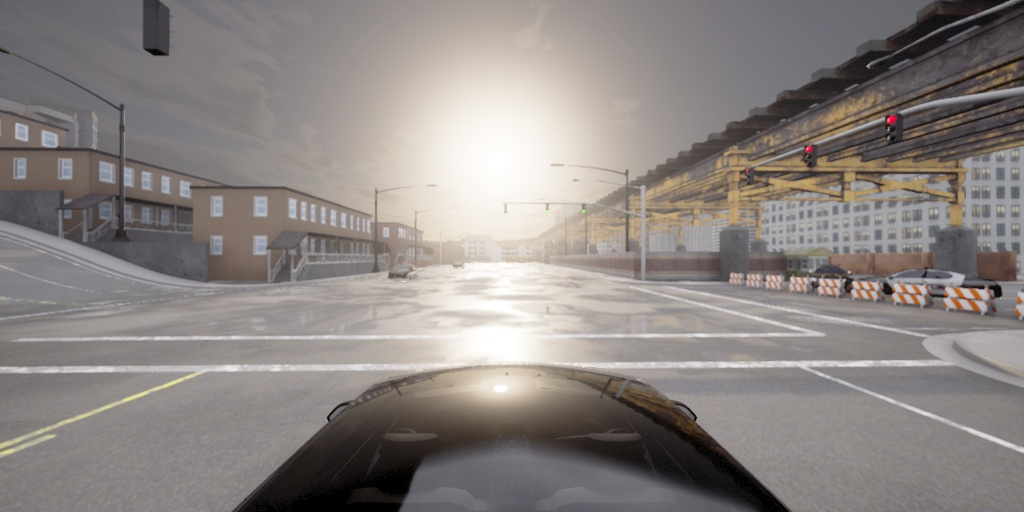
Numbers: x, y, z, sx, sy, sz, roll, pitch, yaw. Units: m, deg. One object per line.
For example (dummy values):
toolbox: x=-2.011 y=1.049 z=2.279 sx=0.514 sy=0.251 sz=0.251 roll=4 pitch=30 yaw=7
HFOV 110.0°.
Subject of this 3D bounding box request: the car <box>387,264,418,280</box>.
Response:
car: x=-10.462 y=1.515 z=34.655 sx=1.837 sy=1.490 sz=4.892 roll=0 pitch=1 yaw=0
